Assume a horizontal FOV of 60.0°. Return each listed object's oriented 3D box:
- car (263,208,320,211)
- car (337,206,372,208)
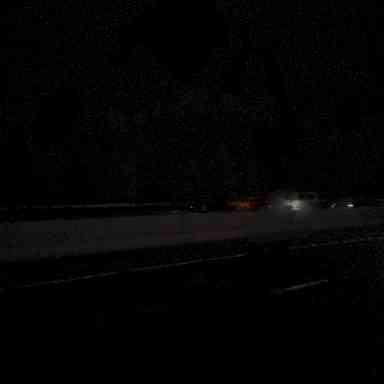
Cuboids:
[{"bbox_3d":[9.331,1.026,30.525,5.566,2.045,2.150,0,1,-31],"label":"car"},{"bbox_3d":[14.456,1.193,29.495,4.553,1.767,2.097,0,1,-31],"label":"car"}]
